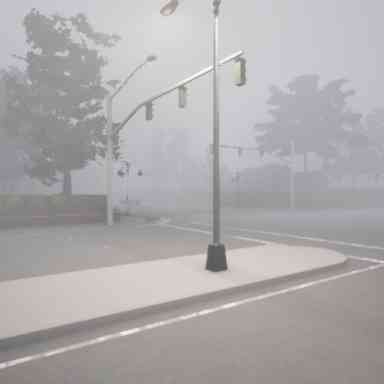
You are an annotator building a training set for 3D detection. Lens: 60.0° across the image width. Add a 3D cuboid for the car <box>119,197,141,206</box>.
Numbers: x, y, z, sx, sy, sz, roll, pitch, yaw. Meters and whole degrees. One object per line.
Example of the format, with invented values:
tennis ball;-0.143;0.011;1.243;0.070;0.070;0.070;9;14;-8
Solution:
car;-10.107;1.509;53.891;1.895;1.301;4.718;0;0;-36
